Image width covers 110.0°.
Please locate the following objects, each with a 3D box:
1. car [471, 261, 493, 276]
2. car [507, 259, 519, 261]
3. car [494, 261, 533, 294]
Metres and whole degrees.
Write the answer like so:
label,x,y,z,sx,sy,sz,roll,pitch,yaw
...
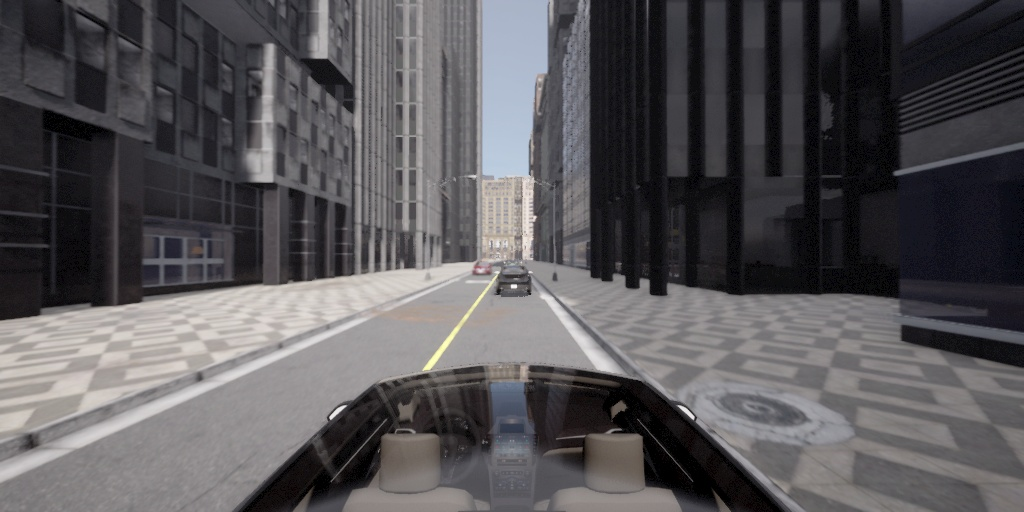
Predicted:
label,x,y,z,sx,sy,sz,roll,pitch,yaw
car,-3.009,1.245,36.964,1.812,1.442,4.674,0,0,0
car,0.101,1.069,41.054,2.097,1.767,4.553,0,0,0
car,0.100,1.241,20.028,1.837,1.490,4.892,0,0,0
